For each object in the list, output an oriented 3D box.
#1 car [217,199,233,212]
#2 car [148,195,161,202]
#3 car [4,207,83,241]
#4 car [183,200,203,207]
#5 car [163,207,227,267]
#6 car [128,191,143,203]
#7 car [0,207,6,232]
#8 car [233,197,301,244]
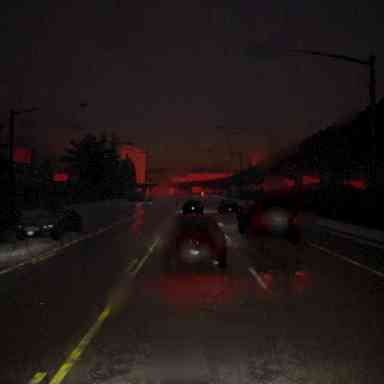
[{"bbox_3d":[3.601,1.450,33.660,1.812,1.442,4.674,0,0,0],"label":"car"},{"bbox_3d":[-7.028,1.268,62.742,1.994,1.385,4.181,0,0,1],"label":"car"},{"bbox_3d":[-7.098,1.531,17.050,2.128,1.511,4.902,0,0,0],"label":"car"},{"bbox_3d":[0.100,1.492,33.237,1.994,1.385,4.181,0,0,0],"label":"car"},{"bbox_3d":[0.090,1.529,11.655,1.882,1.535,5.008,0,0,0],"label":"car"},{"bbox_3d":[-10.522,0.927,62.693,2.150,2.045,5.566,0,0,1],"label":"car"},{"bbox_3d":[-10.598,1.530,17.276,2.128,1.511,4.902,0,0,0],"label":"car"},{"bbox_3d":[3.599,1.265,16.387,2.150,2.045,5.566,0,0,0],"label":"car"}]
